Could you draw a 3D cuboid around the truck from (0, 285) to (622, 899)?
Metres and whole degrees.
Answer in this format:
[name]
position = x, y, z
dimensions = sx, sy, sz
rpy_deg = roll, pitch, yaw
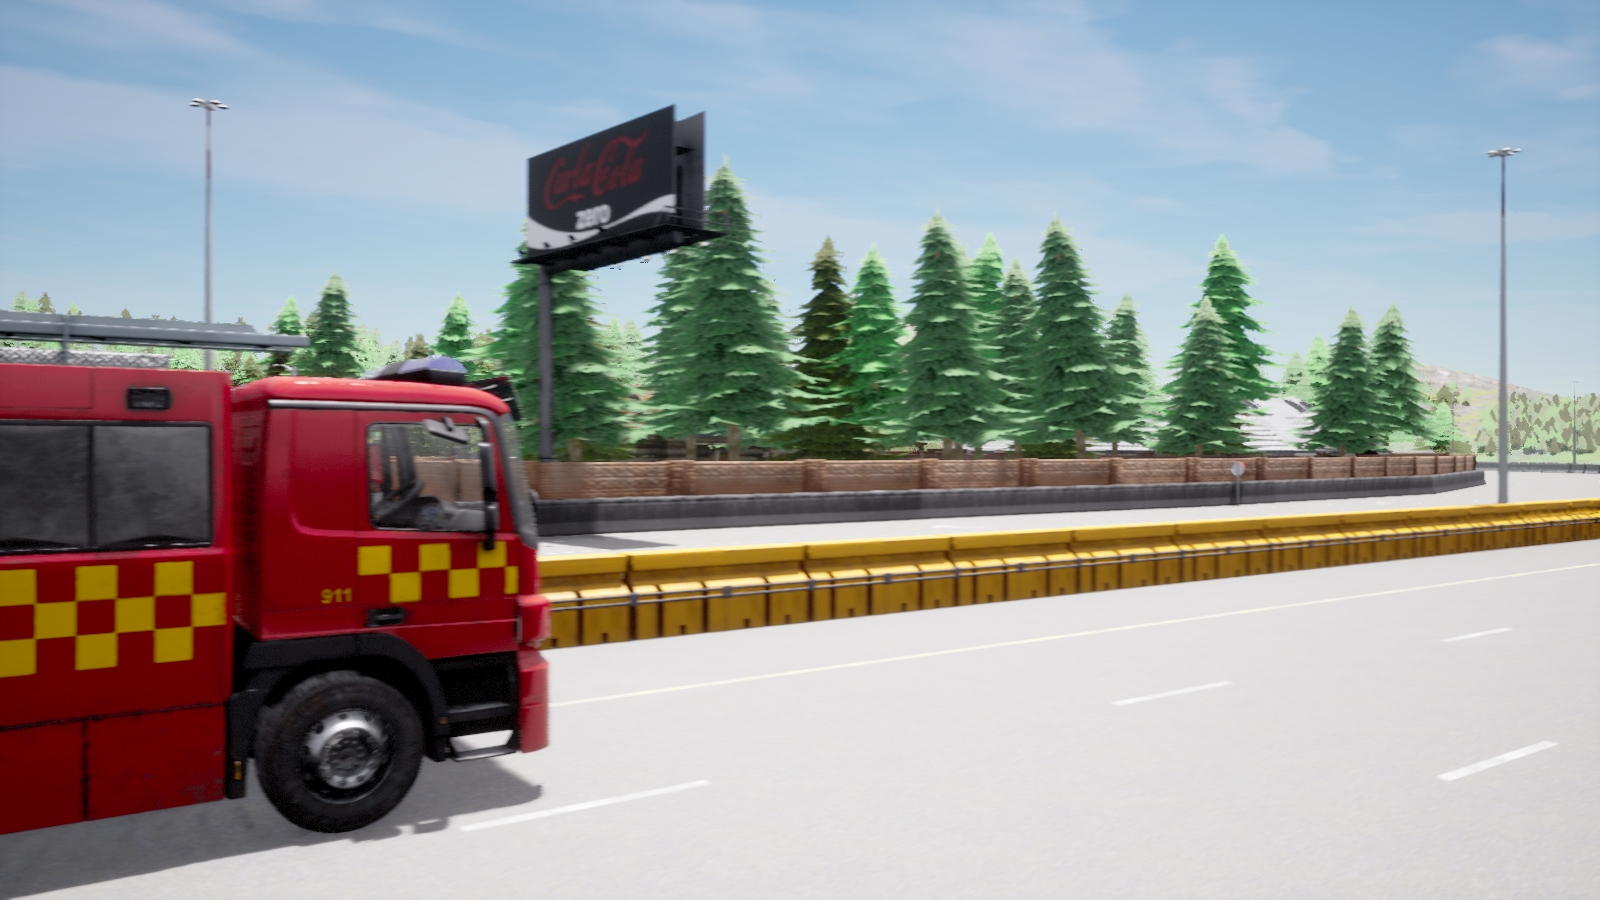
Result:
[truck]
position = -5.787, 0.891, 8.293
dimensions = 8.468, 3.827, 2.891
rpy_deg = 0, 0, -35
